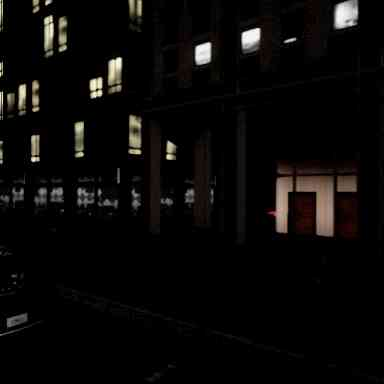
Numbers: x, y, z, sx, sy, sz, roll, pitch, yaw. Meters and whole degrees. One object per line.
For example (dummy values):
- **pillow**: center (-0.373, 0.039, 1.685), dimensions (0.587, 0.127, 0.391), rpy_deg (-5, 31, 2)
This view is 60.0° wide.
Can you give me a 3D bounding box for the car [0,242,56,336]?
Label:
- **car**: center (-4.175, 1.521, 5.852), dimensions (4.403, 1.369, 2.008), rpy_deg (0, 0, 36)
